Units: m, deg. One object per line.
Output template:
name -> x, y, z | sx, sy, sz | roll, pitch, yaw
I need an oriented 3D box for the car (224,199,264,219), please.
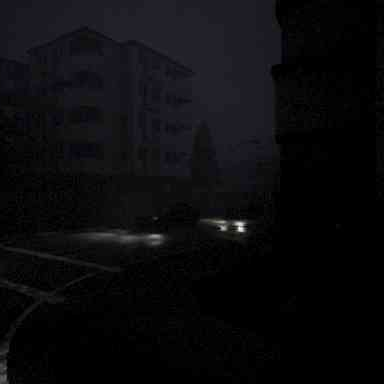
car -> 4.576, 1.415, 29.054 | 1.882, 1.535, 5.008 | 0, 0, 35

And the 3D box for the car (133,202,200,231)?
car -> -1.420, 1.415, 20.446 | 1.882, 1.535, 5.008 | 0, 0, 35
